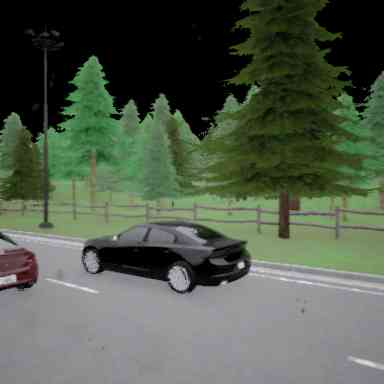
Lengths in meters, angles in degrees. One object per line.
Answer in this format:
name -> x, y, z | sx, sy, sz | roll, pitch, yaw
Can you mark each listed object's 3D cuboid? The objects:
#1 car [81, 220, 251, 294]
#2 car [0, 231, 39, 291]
car -> -0.910, 1.507, 8.941 | 5.008, 1.535, 1.882 | 0, 0, 36
car -> -5.489, 1.570, 7.910 | 4.674, 1.442, 1.812 | 0, 0, 36
